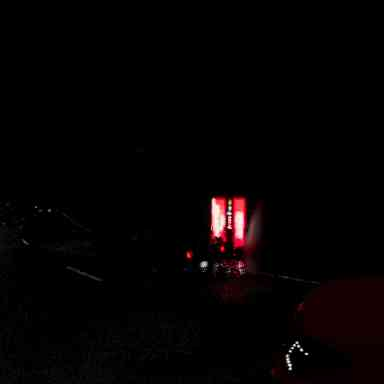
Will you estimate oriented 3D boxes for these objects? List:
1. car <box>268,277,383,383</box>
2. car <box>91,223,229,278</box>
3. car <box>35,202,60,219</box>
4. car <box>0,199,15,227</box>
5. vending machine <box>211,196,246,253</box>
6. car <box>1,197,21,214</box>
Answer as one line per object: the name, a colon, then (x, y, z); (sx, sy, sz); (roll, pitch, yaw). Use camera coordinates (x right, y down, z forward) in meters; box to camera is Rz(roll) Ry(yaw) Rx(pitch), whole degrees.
car: (3.285, 1.222, 1.823); (5.566, 2.045, 2.150); (0, 0, 34)
car: (-1.236, 1.601, 10.301); (1.895, 1.301, 4.718); (0, 0, -45)
car: (-12.758, 1.547, 29.429); (2.033, 1.411, 5.357); (0, 0, -26)
car: (-13.050, 1.478, 22.146); (1.882, 1.535, 5.008); (0, 0, -27)
vending machine: (1.423, 1.195, 12.958); (1.100, 2.100, 0.880); (0, 0, -43)
car: (-19.619, 1.352, 35.679); (2.097, 1.767, 4.553); (0, 0, -26)
